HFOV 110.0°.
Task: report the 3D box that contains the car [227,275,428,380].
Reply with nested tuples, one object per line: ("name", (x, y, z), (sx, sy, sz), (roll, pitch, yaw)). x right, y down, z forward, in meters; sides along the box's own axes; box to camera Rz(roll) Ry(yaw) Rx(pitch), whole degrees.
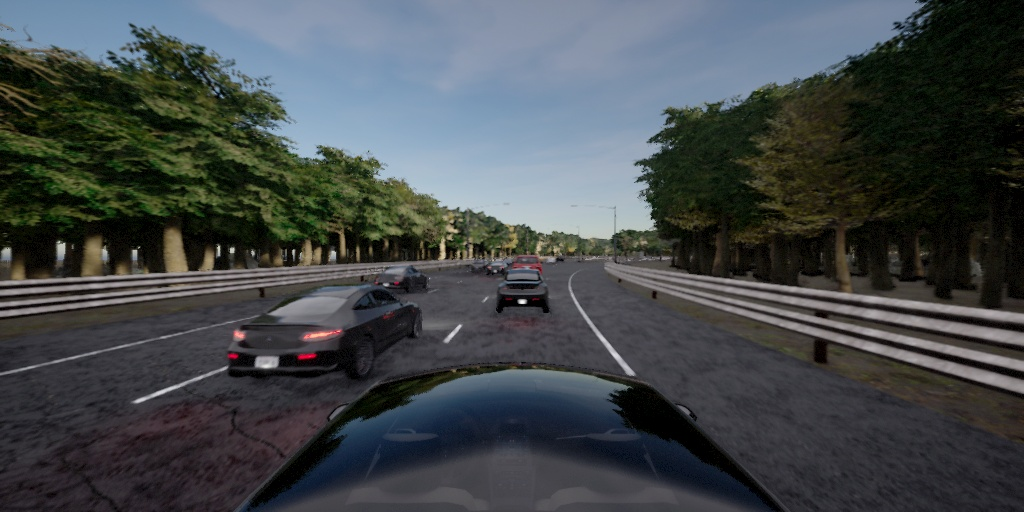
("car", (-3.237, 1.275, 7.146), (1.812, 1.442, 4.674), (0, 0, 2))

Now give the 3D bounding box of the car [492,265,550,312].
("car", (0.445, 1.258, 14.250), (1.837, 1.490, 4.892), (0, 0, 2))

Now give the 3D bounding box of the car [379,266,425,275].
("car", (-6.203, 1.278, 20.368), (1.812, 1.442, 4.674), (0, 0, 4))

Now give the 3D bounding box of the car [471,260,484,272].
("car", (-3.974, 1.220, 46.252), (2.128, 1.511, 4.902), (0, 0, 7))

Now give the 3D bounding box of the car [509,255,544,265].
("car", (1.232, 0.977, 27.691), (2.150, 2.045, 5.566), (0, 0, 4))

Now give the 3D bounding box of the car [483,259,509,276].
("car", (-1.395, 1.278, 36.933), (1.812, 1.442, 4.674), (0, 0, 6))
